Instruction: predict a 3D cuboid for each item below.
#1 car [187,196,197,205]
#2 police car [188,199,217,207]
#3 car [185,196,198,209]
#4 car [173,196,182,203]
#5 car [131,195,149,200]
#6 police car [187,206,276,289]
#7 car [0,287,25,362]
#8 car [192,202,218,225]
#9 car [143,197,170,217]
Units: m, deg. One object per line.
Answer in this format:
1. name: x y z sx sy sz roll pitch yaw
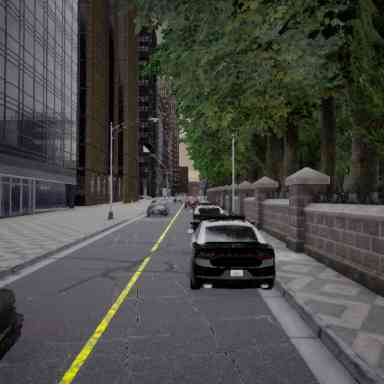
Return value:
1. car: 0.018 1.563 61.411 1.812 1.442 4.674 0 0 0
2. police car: 0.905 1.428 19.275 1.930 1.638 5.238 0 0 0
3. car: 0.048 1.371 46.657 2.097 1.767 4.553 0 0 1
4. car: -2.980 1.556 70.269 1.837 1.490 4.892 0 -1 0
5. car: -14.612 1.583 93.534 4.403 1.369 2.008 0 -1 0
6. police car: 0.903 1.427 9.273 1.930 1.638 5.238 0 0 0
7. car: -3.101 1.548 2.001 2.033 1.411 5.357 0 0 0
8. car: 0.907 1.530 25.167 1.812 1.442 4.674 0 0 0
9. car: -3.091 1.511 30.963 1.837 1.490 4.892 0 0 0
